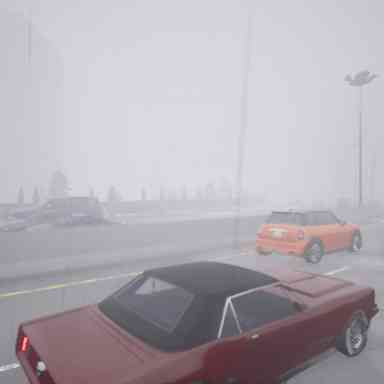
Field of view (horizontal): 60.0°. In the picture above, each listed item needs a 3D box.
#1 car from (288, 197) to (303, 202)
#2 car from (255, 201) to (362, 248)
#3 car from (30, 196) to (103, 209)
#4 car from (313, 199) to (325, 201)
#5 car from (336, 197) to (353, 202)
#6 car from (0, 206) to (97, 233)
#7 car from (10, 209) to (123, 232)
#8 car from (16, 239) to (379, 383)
[{"bbox_3d":[16.372,1.609,52.398,2.128,1.511,4.902,0,0,23],"label":"car"},{"bbox_3d":[4.358,1.379,12.159,4.553,1.767,2.097,0,0,-42],"label":"car"},{"bbox_3d":[-8.099,1.300,20.031,5.566,2.045,2.150,0,0,-40],"label":"car"},{"bbox_3d":[18.615,1.703,48.813,1.895,1.301,4.718,0,0,26],"label":"car"},{"bbox_3d":[21.268,1.440,46.371,2.097,1.767,4.553,0,0,26],"label":"car"},{"bbox_3d":[-7.216,1.630,16.330,4.181,1.385,1.994,0,0,-39],"label":"car"},{"bbox_3d":[-4.875,1.617,13.735,4.181,1.385,1.994,0,0,-39],"label":"car"},{"bbox_3d":[0.493,1.614,4.320,4.718,1.301,1.895,0,0,-37],"label":"car"}]
